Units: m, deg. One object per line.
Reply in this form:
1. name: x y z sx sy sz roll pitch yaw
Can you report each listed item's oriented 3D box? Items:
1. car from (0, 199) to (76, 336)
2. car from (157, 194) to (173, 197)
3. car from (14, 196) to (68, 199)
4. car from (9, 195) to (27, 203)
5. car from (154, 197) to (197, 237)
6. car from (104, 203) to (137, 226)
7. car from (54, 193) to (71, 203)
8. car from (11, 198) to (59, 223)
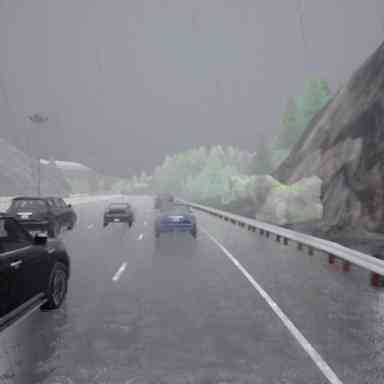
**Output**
1. car: -3.553 1.228 4.625 2.150 2.045 5.566 0 0 -2
2. car: -3.121 1.229 38.014 2.150 2.045 5.566 0 0 -7
3. car: -7.930 1.238 17.937 2.150 2.045 5.566 0 0 -5
4. car: -39.226 1.524 75.088 1.882 1.535 5.008 0 0 -7
5. car: -0.964 1.355 18.266 2.097 1.767 4.553 0 0 -5
6. car: -4.982 1.516 23.288 1.837 1.490 4.892 0 0 -6
7. car: -28.418 1.282 73.029 2.150 2.045 5.566 0 0 -7
8. car: -12.384 1.378 26.537 2.097 1.767 4.553 0 0 -6
